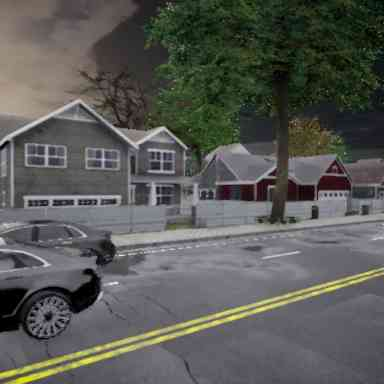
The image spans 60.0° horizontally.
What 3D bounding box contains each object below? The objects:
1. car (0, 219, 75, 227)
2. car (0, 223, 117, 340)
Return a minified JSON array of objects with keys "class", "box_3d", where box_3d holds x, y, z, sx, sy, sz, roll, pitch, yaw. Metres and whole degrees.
[{"class":"car","box_3d":[-4.403,1.503,8.531,4.892,1.490,1.837,0,0,-35]},{"class":"car","box_3d":[-3.823,1.491,4.953,4.902,1.511,2.128,0,0,-36]}]
